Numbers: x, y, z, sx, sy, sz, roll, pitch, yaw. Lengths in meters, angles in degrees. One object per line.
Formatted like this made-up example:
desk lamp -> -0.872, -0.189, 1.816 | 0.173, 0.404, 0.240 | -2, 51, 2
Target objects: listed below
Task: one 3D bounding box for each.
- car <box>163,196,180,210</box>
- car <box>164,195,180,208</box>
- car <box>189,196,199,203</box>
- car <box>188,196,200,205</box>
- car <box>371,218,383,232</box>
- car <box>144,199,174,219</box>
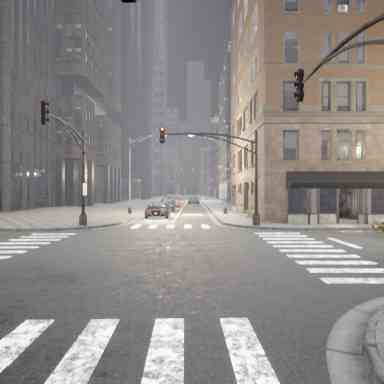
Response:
car -> -2.932, 1.501, 39.244 | 2.128, 1.511, 4.902 | 0, 0, 0
car -> -2.887, 1.363, 49.143 | 2.097, 1.767, 4.553 | 0, 0, 0
car -> 0.375, 1.537, 69.868 | 1.994, 1.385, 4.181 | 0, 0, 0
car -> 0.339, 1.563, 59.919 | 1.994, 1.385, 4.181 | 0, 0, 0
car -> 12.186, 1.517, 17.693 | 4.829, 1.417, 1.752 | 0, 0, -1
car -> -2.978, 1.570, 29.390 | 1.994, 1.385, 4.181 | 0, 0, 0
